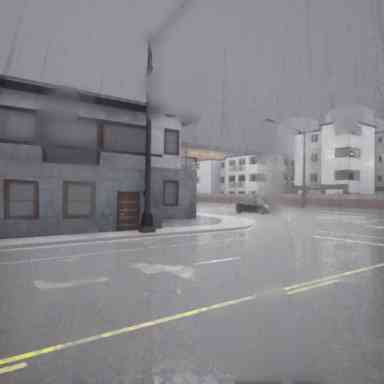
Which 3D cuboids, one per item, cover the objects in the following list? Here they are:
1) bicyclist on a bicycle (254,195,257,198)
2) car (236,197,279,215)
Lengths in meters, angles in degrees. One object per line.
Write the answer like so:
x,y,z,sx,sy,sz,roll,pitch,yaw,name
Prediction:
9.058,1.330,47.874,0.582,1.620,1.656,2,0,44,bicyclist on a bicycle
6.590,1.352,33.599,2.097,1.767,4.553,1,0,-38,car
